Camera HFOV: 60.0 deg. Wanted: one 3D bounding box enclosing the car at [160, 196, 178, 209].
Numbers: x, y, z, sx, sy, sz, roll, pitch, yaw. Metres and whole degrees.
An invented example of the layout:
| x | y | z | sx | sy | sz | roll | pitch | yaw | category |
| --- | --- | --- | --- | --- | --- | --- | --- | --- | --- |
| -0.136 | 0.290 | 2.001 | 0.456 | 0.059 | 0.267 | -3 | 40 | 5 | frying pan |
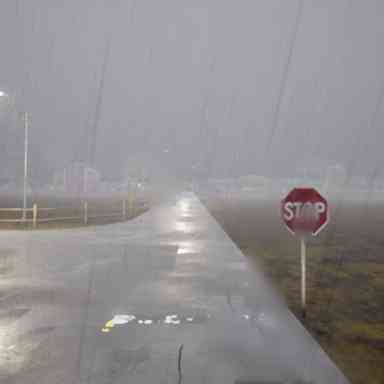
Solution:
| x | y | z | sx | sy | sz | roll | pitch | yaw | category |
| --- | --- | --- | --- | --- | --- | --- | --- | --- | --- |
| -2.922 | 1.332 | 42.271 | 1.837 | 1.490 | 4.892 | 0 | 2 | 0 | car |
